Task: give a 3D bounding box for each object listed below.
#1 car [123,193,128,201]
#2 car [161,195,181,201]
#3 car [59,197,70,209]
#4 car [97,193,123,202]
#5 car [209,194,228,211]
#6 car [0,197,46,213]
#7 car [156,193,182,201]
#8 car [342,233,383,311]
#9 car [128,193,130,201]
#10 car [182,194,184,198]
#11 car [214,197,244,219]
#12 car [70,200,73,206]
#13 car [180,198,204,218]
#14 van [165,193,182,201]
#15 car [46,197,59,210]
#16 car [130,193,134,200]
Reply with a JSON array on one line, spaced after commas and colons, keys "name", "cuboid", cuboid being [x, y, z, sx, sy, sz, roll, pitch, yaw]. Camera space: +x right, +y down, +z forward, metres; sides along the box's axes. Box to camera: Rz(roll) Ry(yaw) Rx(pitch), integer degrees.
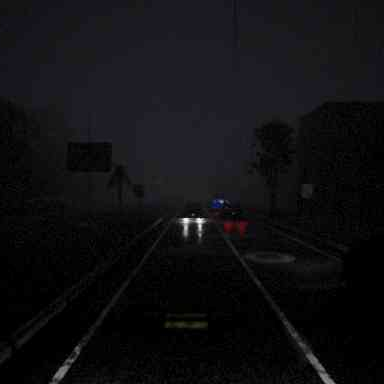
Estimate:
[{"name": "car", "cuboid": [-18.401, 1.455, 79.019, 5.008, 1.535, 2.097, 0, 0, 0]}, {"name": "car", "cuboid": [-5.300, 1.537, 84.562, 4.892, 1.521, 2.231, 0, -1, 0]}, {"name": "car", "cuboid": [-18.567, 1.408, 41.817, 5.008, 1.535, 2.097, 0, 0, 0]}, {"name": "car", "cuboid": [-18.415, 1.432, 73.450, 5.008, 1.535, 2.097, 0, 0, 0]}, {"name": "car", "cuboid": [3.401, 1.254, 41.365, 2.150, 2.045, 5.566, 0, 0, 0]}, {"name": "car", "cuboid": [-18.587, 1.444, 35.267, 4.674, 1.452, 2.002, 0, 0, 0]}, {"name": "car", "cuboid": [-5.322, 1.488, 76.157, 4.892, 1.521, 2.231, 0, 0, 0]}, {"name": "car", "cuboid": [4.232, 1.243, 4.676, 2.150, 2.045, 5.566, 0, 0, 0]}, {"name": "car", "cuboid": [-18.387, 1.513, 81.805, 4.674, 1.452, 2.002, 0, 0, 0]}, {"name": "car", "cuboid": [-5.344, 1.249, 78.959, 5.566, 2.045, 2.435, 0, 0, 0]}, {"name": "car", "cuboid": [3.382, 1.520, 29.223, 2.128, 1.511, 4.902, 0, 0, 1]}, {"name": "car", "cuboid": [-18.545, 1.450, 44.965, 4.674, 1.452, 2.002, 0, 0, 0]}, {"name": "car", "cuboid": [0.100, 1.564, 30.810, 2.033, 1.411, 5.357, 0, 0, 0]}, {"name": "van", "cuboid": [-5.149, 1.390, 92.973, 4.442, 1.987, 1.878, 0, -1, 0]}, {"name": "car", "cuboid": [-18.570, 1.407, 38.543, 4.892, 1.521, 2.231, 0, 0, 0]}, {"name": "car", "cuboid": [-18.332, 1.391, 87.375, 4.553, 1.767, 2.185, 0, -1, 0]}]
